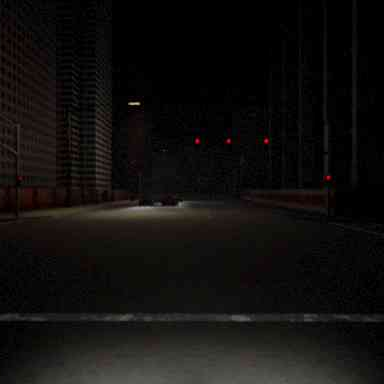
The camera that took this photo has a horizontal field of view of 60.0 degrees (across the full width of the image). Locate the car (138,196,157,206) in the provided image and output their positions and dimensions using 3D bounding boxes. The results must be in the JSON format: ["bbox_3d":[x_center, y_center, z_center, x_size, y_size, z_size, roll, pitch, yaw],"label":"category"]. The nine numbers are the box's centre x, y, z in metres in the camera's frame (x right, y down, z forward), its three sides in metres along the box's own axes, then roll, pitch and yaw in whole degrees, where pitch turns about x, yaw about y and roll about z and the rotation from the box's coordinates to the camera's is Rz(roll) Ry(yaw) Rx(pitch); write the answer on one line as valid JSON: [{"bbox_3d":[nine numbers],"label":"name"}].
[{"bbox_3d":[-6.988,1.528,51.090,1.895,1.301,4.718,0,0,1],"label":"car"}]

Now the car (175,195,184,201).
[{"bbox_3d":[-2.942,1.388,79.008,1.837,1.490,4.892,0,0,1],"label":"car"}]

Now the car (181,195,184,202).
[{"bbox_3d":[-3.101,1.466,69.258,1.895,1.301,4.718,0,0,1],"label":"car"}]

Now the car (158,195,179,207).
[{"bbox_3d":[-3.504,1.398,50.412,1.882,1.535,5.008,0,1,1],"label":"car"}]

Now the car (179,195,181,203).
[{"bbox_3d":[-3.317,1.552,55.521,1.895,1.301,4.718,0,-1,1],"label":"car"}]

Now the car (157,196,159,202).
[{"bbox_3d":[-6.641,1.488,67.282,2.033,1.411,5.357,0,0,1],"label":"car"}]
